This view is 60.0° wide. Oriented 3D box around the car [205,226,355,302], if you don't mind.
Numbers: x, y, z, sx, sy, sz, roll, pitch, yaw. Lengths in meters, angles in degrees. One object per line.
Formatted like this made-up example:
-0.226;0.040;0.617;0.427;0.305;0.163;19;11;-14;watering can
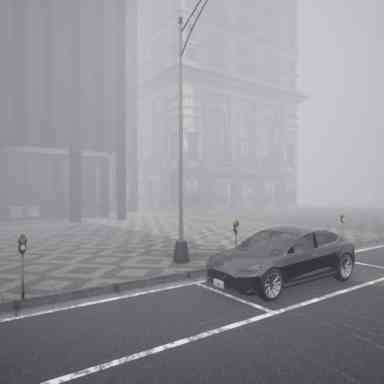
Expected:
2.339;1.565;8.298;4.313;1.339;1.947;0;0;-35;car
